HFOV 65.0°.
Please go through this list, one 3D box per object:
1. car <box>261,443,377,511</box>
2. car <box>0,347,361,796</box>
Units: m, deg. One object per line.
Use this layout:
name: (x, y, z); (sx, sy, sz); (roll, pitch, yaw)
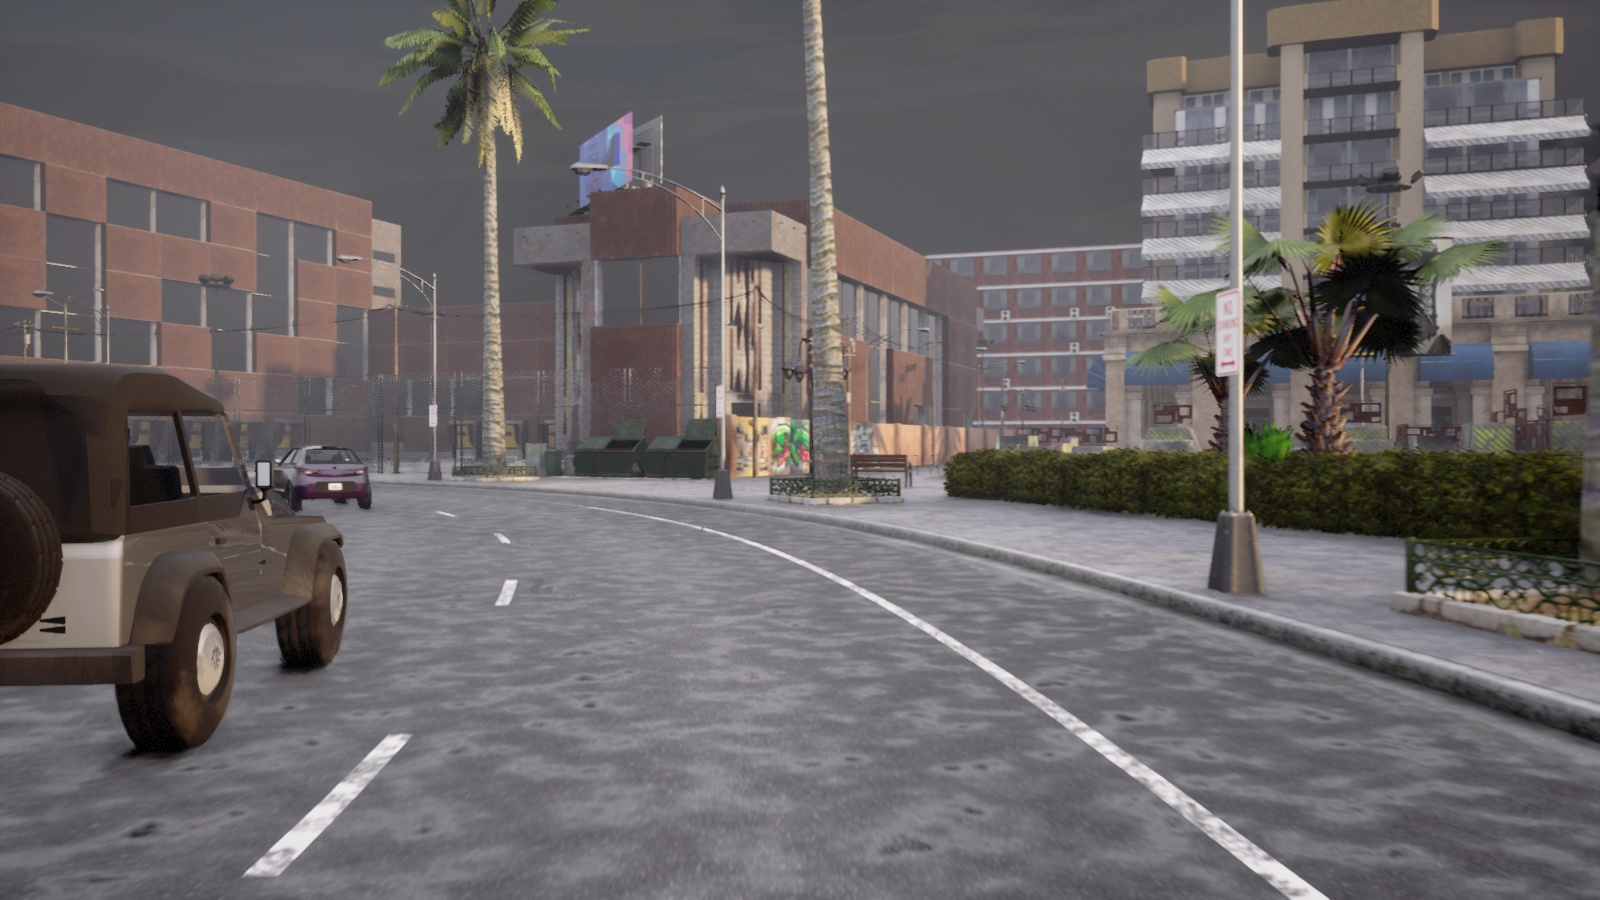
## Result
car: (-11.395, 0.586, 29.574); (1.816, 1.474, 4.193); (0, 0, -31)
car: (-3.949, 0.499, 7.131); (1.905, 1.878, 3.866); (0, 0, -6)
